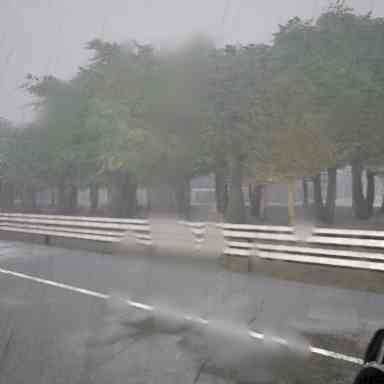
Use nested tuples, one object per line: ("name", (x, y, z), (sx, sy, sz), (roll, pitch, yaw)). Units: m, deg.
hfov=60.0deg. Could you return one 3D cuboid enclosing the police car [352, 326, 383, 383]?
("police car", (3.514, 1.395, 1.362), (5.238, 1.638, 1.930), (-1, -1, 35))
